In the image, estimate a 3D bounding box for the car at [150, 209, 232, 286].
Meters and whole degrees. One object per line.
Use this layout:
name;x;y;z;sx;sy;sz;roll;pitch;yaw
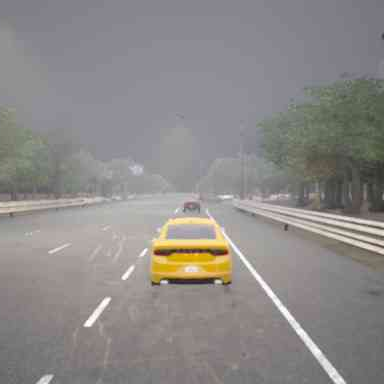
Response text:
car;-0.025;1.474;9.466;1.882;1.535;5.008;0;0;0

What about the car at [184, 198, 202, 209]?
car;0.082;1.463;38.924;1.882;1.535;5.008;0;0;3

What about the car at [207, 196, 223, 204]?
car;4.396;1.515;62.667;2.033;1.411;5.357;0;0;19
